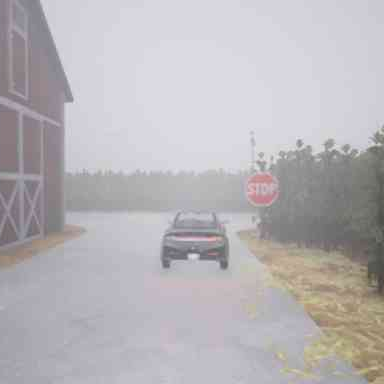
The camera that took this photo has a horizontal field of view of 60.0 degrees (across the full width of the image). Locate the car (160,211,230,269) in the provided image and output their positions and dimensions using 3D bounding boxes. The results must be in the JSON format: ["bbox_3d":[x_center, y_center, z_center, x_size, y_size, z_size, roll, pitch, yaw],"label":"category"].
[{"bbox_3d":[0.177,1.345,10.610,2.128,1.511,4.902,0,1,3],"label":"car"}]
